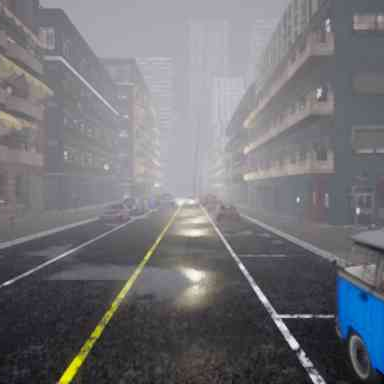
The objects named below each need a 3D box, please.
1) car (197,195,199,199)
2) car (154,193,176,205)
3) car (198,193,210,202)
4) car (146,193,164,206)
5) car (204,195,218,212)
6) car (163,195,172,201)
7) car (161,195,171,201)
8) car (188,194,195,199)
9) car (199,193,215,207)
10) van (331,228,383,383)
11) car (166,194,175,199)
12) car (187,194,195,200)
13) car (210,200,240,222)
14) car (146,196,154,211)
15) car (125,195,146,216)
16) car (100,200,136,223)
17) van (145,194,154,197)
[{"bbox_3d":[2.517,1.150,58.809,2.192,1.841,5.009,-1,0,0],"label":"car"},{"bbox_3d":[-3.112,0.863,41.307,2.097,1.767,4.553,0,0,0],"label":"car"},{"bbox_3d":[2.486,1.121,70.013,2.192,1.841,5.009,-1,0,0],"label":"car"},{"bbox_3d":[-5.837,1.181,53.212,2.192,1.841,5.009,-1,0,0],"label":"car"},{"bbox_3d":[2.582,1.420,36.572,1.752,1.417,4.829,-1,0,0],"label":"car"},{"bbox_3d":[-5.921,1.374,81.223,1.802,1.307,4.206,-1,0,0],"label":"car"},{"bbox_3d":[-5.906,1.389,75.621,1.802,1.307,4.206,-1,0,0],"label":"car"},{"bbox_3d":[-0.251,1.250,91.864,1.895,1.301,4.718,0,0,0],"label":"car"},{"bbox_3d":[2.548,1.180,47.605,2.192,1.841,5.009,-1,0,0],"label":"car"},{"bbox_3d":[2.674,1.328,2.789,1.690,1.788,3.998,-1,0,0],"label":"van"},{"bbox_3d":[-5.952,1.314,92.428,2.008,1.369,4.403,-1,0,0],"label":"car"},{"bbox_3d":[-0.222,1.310,81.467,2.033,1.411,5.357,0,0,0],"label":"car"},{"bbox_3d":[2.615,1.508,25.198,1.802,1.307,4.206,-1,0,0],"label":"car"},{"bbox_3d":[-5.764,1.462,36.407,2.008,1.369,4.403,-1,0,0],"label":"car"},{"bbox_3d":[-5.750,1.366,30.805,1.967,1.590,4.097,-1,0,0],"label":"car"},{"bbox_3d":[-5.733,1.523,25.204,1.802,1.307,4.206,-1,0,0],"label":"car"},{"bbox_3d":[-5.783,1.237,42.008,1.690,1.788,3.998,-1,0,0],"label":"van"}]
